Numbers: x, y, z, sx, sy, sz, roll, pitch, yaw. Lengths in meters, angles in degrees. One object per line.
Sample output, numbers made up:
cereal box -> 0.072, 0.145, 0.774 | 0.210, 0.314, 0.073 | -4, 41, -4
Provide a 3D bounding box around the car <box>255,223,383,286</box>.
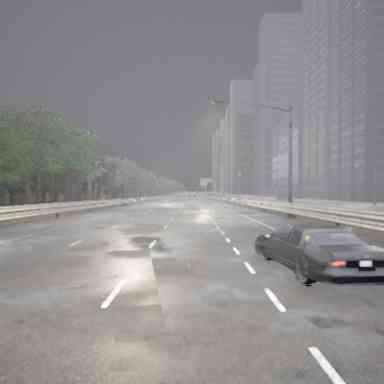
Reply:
car -> 3.433, 1.596, 9.618 | 2.033, 1.411, 5.357 | 0, 0, -7
